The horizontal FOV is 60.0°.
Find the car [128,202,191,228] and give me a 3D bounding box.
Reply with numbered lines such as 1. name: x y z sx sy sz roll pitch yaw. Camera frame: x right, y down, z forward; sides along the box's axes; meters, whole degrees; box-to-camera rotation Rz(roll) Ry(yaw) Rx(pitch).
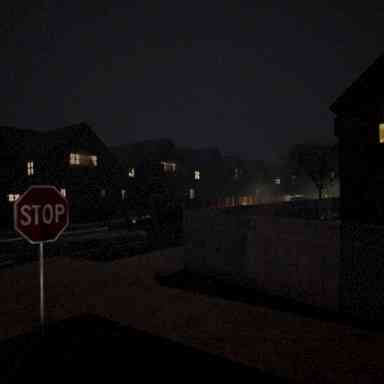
1. car: -1.943 1.431 21.404 2.128 1.511 4.902 -2 -1 36

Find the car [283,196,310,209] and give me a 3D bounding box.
1. car: 13.269 1.289 42.092 1.812 1.442 4.674 -2 -1 37

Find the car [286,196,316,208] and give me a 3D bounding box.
1. car: 11.873 1.252 35.293 1.812 1.442 4.674 -2 -1 36
